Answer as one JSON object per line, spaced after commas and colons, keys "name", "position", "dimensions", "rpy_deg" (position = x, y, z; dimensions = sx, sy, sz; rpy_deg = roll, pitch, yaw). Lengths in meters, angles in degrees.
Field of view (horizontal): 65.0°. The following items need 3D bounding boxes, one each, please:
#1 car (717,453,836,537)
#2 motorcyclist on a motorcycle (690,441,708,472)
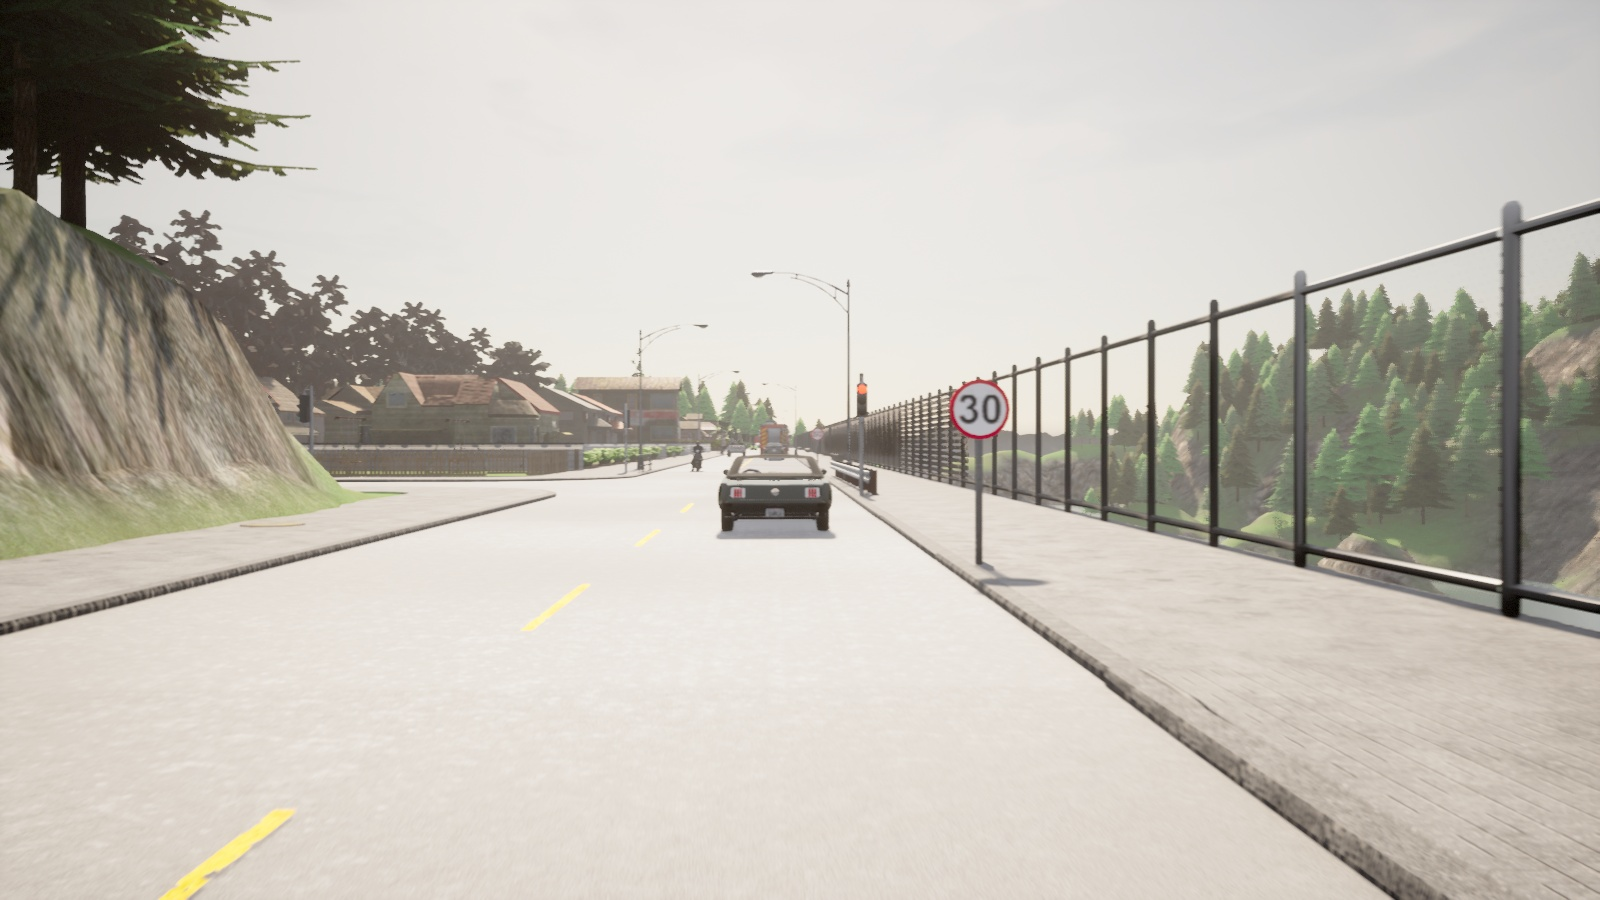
{"name": "car", "position": [-0.426, 0.720, 22.421], "dimensions": [1.895, 1.301, 4.718], "rpy_deg": [0, 0, -1]}
{"name": "motorcyclist on a motorcycle", "position": [-5.277, 0.325, 65.613], "dimensions": [0.866, 1.590, 1.817], "rpy_deg": [0, 0, -1]}
